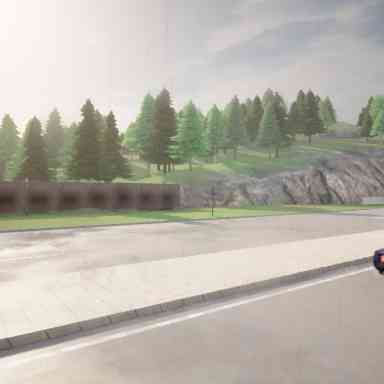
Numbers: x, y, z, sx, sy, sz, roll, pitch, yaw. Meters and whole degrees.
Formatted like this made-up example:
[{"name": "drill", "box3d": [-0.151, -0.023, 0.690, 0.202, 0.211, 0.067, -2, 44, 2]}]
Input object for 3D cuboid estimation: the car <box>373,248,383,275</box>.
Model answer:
[{"name": "car", "box3d": [6.705, 1.601, 8.532, 4.718, 1.301, 1.895, 0, 0, -36]}]
